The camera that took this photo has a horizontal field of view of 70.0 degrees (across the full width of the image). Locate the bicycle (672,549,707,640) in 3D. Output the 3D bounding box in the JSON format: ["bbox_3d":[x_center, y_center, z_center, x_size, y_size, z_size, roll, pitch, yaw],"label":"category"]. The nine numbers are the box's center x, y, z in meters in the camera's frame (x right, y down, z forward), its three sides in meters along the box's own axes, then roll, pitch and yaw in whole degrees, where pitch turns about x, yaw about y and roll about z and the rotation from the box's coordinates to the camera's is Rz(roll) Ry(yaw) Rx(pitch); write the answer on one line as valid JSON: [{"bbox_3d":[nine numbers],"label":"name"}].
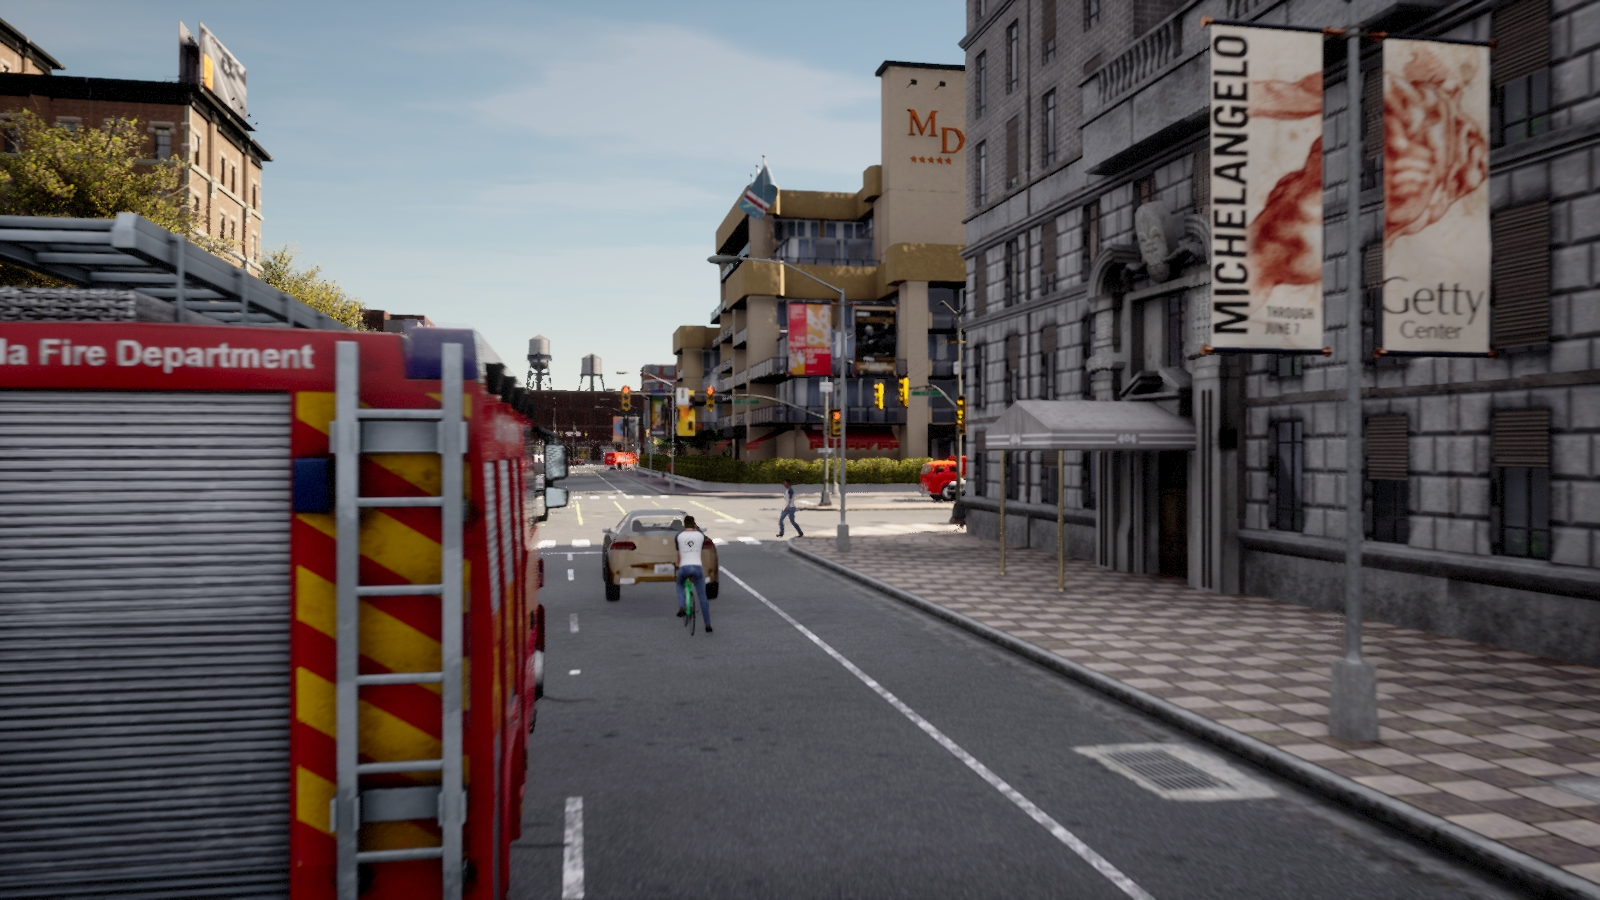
[{"bbox_3d":[-1.728,2.206,17.714,0.373,1.196,1.643,0,0,-12],"label":"bicycle"}]

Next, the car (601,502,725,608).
[{"bbox_3d":[-2.879,1.992,23.005,2.152,1.651,5.027,0,0,-11],"label":"car"}]

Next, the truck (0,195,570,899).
[{"bbox_3d":[-3.276,0.891,8.864,2.891,3.827,8.468,0,0,-11],"label":"truck"}]

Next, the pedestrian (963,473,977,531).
[{"bbox_3d":[5.525,1.696,37.160,0.375,1.860,0.375,0,0,-6],"label":"pedestrian"}]

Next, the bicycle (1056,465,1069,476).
[{"bbox_3d":[28.782,2.207,125.174,1.643,1.196,0.373,0,-1,-35],"label":"bicycle"}]

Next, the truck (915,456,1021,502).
[{"bbox_3d":[9.276,1.568,63.153,5.204,2.467,2.627,0,0,-12],"label":"truck"}]

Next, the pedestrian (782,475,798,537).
[{"bbox_3d":[-0.305,1.700,34.592,0.375,1.860,0.375,0,0,-15],"label":"pedestrian"}]

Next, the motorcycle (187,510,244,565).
[{"bbox_3d":[-14.752,2.181,28.892,0.856,1.236,1.805,0,0,-12],"label":"motorcycle"}]
